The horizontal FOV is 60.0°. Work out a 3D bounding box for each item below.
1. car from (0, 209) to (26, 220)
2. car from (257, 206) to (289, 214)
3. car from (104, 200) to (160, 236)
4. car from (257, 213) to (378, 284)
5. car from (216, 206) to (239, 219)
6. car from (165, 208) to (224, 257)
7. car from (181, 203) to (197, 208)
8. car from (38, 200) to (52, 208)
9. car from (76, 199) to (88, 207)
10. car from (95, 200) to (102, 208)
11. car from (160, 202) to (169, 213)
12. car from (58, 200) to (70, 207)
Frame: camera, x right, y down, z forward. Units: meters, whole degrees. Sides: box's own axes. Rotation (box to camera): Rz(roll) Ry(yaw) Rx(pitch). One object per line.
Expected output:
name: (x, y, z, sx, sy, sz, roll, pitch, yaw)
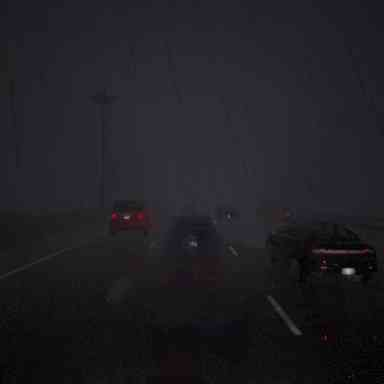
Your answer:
car: (-14.204, 1.909, 24.410, 1.895, 1.301, 4.718, 0, -1, 0)
car: (6.979, 1.897, 28.838, 2.033, 1.411, 5.357, 0, -1, 0)
car: (-3.481, 1.475, 20.362, 2.150, 2.045, 5.566, 0, 0, 0)
car: (3.548, 1.613, 9.971, 2.128, 1.511, 4.902, 0, -1, 0)
car: (3.429, 2.007, 33.341, 1.895, 1.301, 4.718, 0, -1, -1)
car: (0.039, 1.647, 13.717, 1.882, 1.535, 5.008, 0, 0, 0)
car: (-0.360, 2.031, 41.258, 1.812, 1.442, 4.674, 0, -1, -3)
car: (-29.002, 2.296, 65.761, 2.033, 1.411, 5.357, 0, -1, -14)
car: (-22.286, 2.122, 67.741, 2.097, 1.767, 4.553, 0, -1, -14)
car: (-18.386, 2.302, 66.700, 1.882, 1.535, 5.008, 0, -1, -14)
car: (-3.793, 1.983, 39.866, 2.128, 1.511, 4.902, 0, -1, -3)
car: (-25.640, 2.301, 66.735, 2.033, 1.411, 5.357, 0, -1, -14)
